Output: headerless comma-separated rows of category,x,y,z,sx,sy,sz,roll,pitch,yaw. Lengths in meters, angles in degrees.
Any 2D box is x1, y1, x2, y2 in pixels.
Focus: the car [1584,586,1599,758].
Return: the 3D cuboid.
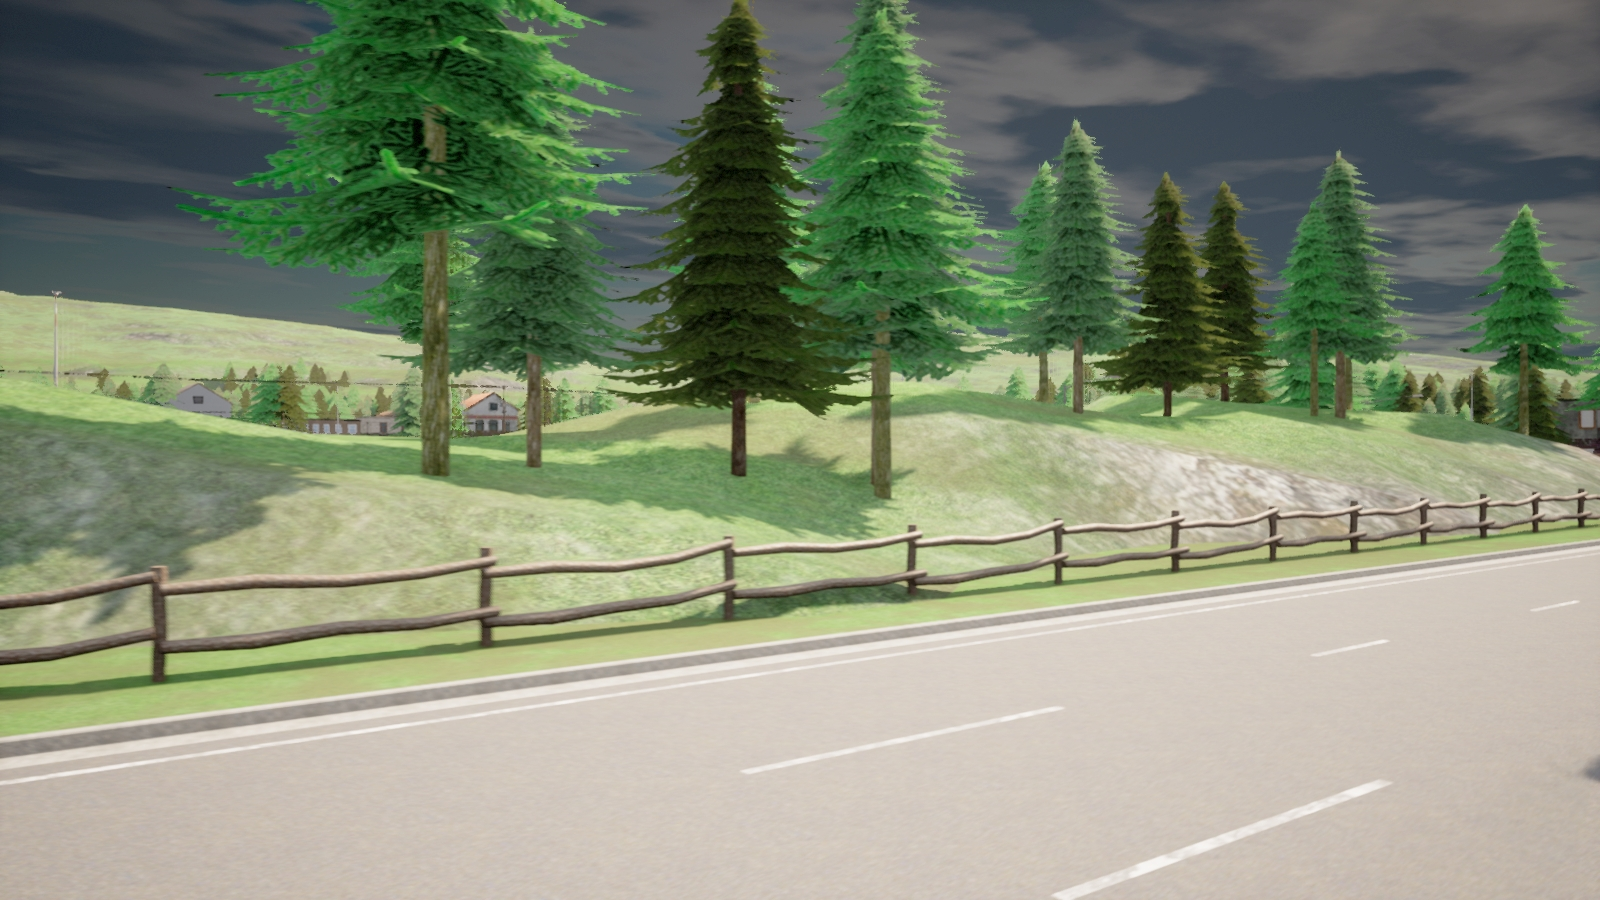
car,9.868,2.043,11.217,5.006,1.535,2.097,0,0,-37
